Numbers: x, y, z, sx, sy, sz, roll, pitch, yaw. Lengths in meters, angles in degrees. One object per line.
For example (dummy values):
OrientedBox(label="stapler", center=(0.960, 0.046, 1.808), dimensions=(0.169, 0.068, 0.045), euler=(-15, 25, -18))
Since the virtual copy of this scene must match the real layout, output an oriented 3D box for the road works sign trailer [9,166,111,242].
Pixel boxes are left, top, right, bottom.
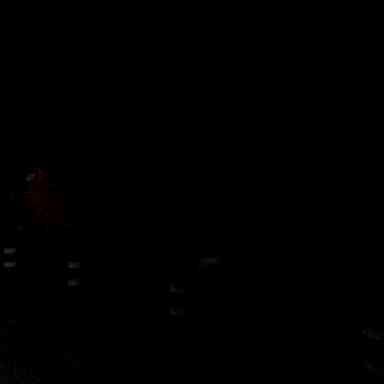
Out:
OrientedBox(label="road works sign trailer", center=(-4.896, 0.814, 12.145), dimensions=(3.560, 2.880, 2.380), euler=(3, -41, 36))
